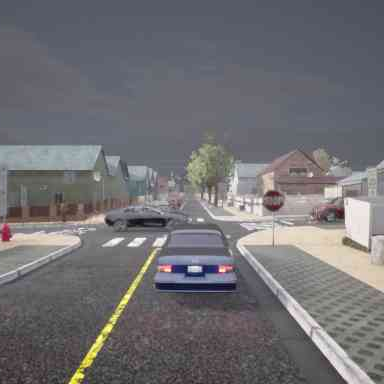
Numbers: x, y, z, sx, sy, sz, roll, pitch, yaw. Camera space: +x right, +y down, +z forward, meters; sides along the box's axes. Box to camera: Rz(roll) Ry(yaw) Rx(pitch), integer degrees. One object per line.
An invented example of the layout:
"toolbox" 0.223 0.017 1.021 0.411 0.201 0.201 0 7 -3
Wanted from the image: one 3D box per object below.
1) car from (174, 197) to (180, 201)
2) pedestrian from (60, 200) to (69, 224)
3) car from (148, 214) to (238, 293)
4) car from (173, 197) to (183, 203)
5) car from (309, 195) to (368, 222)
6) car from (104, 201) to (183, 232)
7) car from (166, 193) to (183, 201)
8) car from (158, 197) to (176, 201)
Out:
"car" -2.923 1.603 42.839 1.895 1.301 4.718 0 0 0
"pedestrian" -9.738 1.462 25.242 0.375 1.860 0.375 0 0 0
"car" 0.118 1.550 8.992 2.033 1.411 5.357 0 0 1
"car" -2.876 1.647 68.876 1.895 1.301 4.718 0 0 0
"car" 10.326 1.067 22.487 4.553 1.767 2.097 -2 -1 -1
"car" -2.599 1.496 19.416 4.902 1.511 2.128 0 0 0
"car" -2.949 1.219 53.525 2.150 2.045 5.566 0 0 0
"car" -2.894 1.528 32.744 1.812 1.442 4.674 0 0 0
